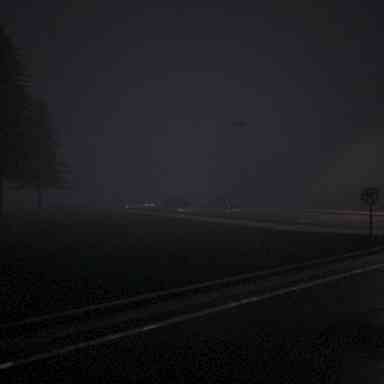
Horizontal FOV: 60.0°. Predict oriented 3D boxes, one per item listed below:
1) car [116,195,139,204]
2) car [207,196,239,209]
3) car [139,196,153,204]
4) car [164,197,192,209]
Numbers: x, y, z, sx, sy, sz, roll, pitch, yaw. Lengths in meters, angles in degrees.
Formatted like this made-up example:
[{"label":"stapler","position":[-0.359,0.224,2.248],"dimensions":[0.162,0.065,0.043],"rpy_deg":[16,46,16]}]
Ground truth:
[{"label":"car","position":[-11.839,1.229,59.356],"dimensions":[1.882,1.535,5.008],"rpy_deg":[0,0,-36]},{"label":"car","position":[4.018,1.289,43.280],"dimensions":[2.097,1.767,4.553],"rpy_deg":[0,0,-36]},{"label":"car","position":[-8.758,1.502,61.062],"dimensions":[1.994,1.385,4.181],"rpy_deg":[0,0,-36]},{"label":"car","position":[-2.022,1.422,45.625],"dimensions":[1.882,1.535,5.008],"rpy_deg":[0,0,-36]}]
